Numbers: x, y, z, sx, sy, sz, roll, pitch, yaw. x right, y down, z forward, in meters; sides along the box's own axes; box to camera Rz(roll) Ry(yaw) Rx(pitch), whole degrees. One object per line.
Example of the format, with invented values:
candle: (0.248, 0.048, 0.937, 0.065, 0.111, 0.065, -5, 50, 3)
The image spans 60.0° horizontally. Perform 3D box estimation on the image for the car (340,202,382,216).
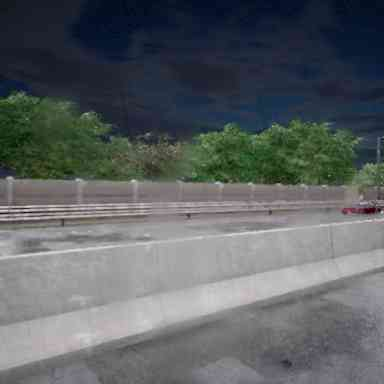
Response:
car: (16.895, 1.688, 33.244, 4.718, 1.301, 1.895, 0, 0, -35)
